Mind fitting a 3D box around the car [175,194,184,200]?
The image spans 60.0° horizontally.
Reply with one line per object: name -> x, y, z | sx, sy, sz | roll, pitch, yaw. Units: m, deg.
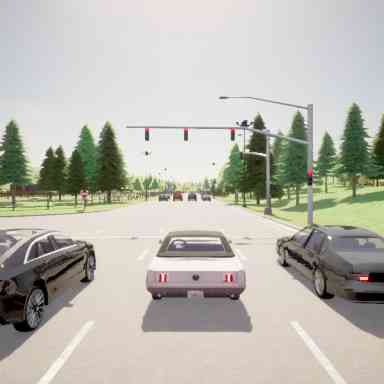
car -> -3.434, 1.357, 91.037 | 2.128, 1.511, 4.902 | 0, 0, 0

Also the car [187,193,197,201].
car -> 0.058, 1.217, 80.644 | 2.150, 2.045, 5.566 | 0, 0, 0

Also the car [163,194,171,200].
car -> -6.934, 1.332, 91.039 | 1.837, 1.490, 4.892 | 0, 0, 0

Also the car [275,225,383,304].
car -> 3.586, 1.547, 8.369 | 2.033, 1.411, 5.357 | 0, 0, 0

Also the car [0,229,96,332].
car -> -3.425, 1.492, 6.805 | 2.128, 1.511, 4.902 | 0, 0, 0

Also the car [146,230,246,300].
car -> 0.085, 1.601, 8.343 | 1.895, 1.301, 4.718 | 0, 0, 0

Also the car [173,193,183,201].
car -> -3.442, 1.217, 80.647 | 2.150, 2.045, 5.566 | 0, 0, 0

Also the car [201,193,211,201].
car -> 3.558, 1.517, 80.612 | 2.128, 1.511, 4.902 | 0, 0, 0

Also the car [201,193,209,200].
car -> 3.566, 1.187, 91.002 | 2.097, 1.767, 4.553 | 0, 0, 0

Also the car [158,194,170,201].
car -> -6.942, 1.347, 81.006 | 2.097, 1.767, 4.553 | 0, 0, 0
